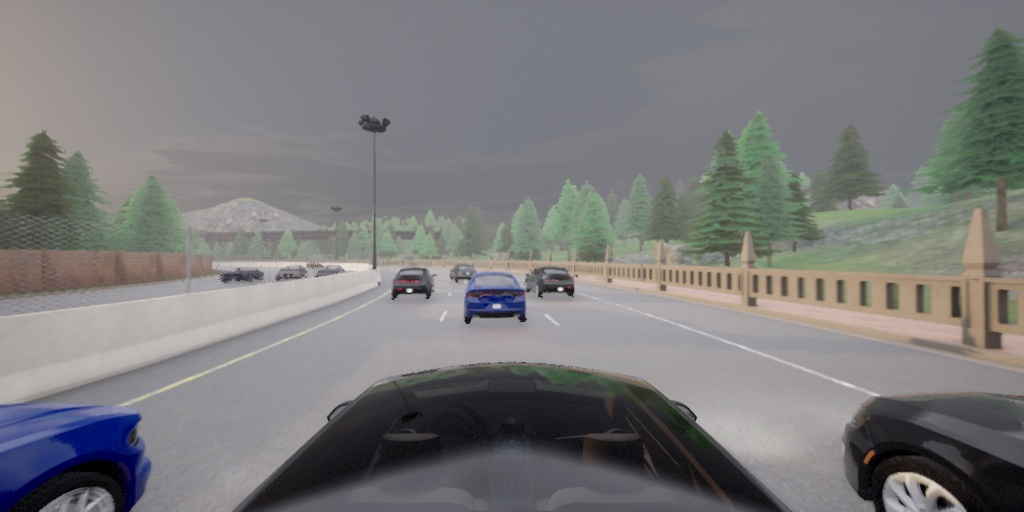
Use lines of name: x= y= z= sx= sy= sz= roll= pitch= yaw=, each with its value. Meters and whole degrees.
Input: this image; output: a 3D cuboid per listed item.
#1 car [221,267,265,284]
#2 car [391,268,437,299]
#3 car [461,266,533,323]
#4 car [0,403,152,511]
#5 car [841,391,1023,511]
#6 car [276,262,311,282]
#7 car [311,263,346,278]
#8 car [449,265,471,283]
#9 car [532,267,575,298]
car: x=-22.672 y=1.575 z=30.322 sx=1.895 sy=1.301 sz=4.718 roll=0 pitch=0 yaw=-20
car: x=-5.110 y=1.354 z=18.897 sx=1.837 sy=1.490 sz=4.892 roll=0 pitch=0 yaw=-9
car: x=-0.683 y=1.280 z=12.585 sx=1.882 sy=1.535 sz=5.008 roll=0 pitch=0 yaw=-6
car: x=-3.535 y=1.237 z=0.468 sx=1.882 sy=1.535 sz=5.008 roll=0 pitch=0 yaw=0
car: x=3.446 y=1.237 z=0.723 sx=1.837 sy=1.490 sz=4.892 roll=0 pitch=0 yaw=0
car: x=-19.768 y=1.536 z=32.444 sx=1.994 sy=1.385 sz=4.181 roll=0 pitch=0 yaw=-20
car: x=-15.523 y=1.495 z=31.062 sx=2.033 sy=1.411 sz=5.357 roll=0 pitch=0 yaw=-18
car: x=-4.157 y=1.445 z=30.470 sx=2.033 sy=1.411 sz=5.357 roll=0 pitch=0 yaw=-16
car: x=1.908 y=1.327 z=19.301 sx=1.837 sy=1.490 sz=4.892 roll=0 pitch=0 yaw=-9
